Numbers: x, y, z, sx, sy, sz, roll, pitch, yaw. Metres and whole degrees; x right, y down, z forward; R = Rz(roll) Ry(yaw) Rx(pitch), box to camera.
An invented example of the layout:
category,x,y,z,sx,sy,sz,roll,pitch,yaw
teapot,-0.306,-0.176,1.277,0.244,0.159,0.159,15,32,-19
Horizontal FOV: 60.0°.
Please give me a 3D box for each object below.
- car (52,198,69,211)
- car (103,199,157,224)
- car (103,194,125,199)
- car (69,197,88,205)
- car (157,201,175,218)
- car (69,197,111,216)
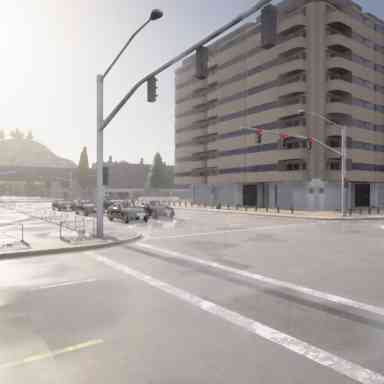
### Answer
category,x,y,z,sx,sy,sz,roll,pitch,yaw
car,-16.086,1.547,41.446,2.128,1.511,4.902,0,0,-35
car,-5.032,1.547,25.819,2.128,1.511,4.902,0,0,-35
car,-9.065,1.277,37.573,2.150,2.045,5.566,0,0,-35
car,-20.587,1.619,60.245,1.994,1.385,4.181,0,0,-35
car,-3.365,1.547,29.522,2.128,1.511,4.902,0,0,-35
car,-10.279,1.547,33.231,2.128,1.511,4.902,0,0,-35
